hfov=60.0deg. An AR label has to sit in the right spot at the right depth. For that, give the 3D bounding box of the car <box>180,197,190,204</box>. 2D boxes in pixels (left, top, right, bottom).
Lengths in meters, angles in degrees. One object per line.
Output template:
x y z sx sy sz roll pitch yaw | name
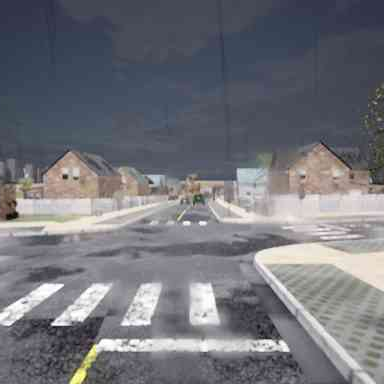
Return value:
-1.280 1.669 66.399 2.128 1.511 4.902 0 0 2 | car

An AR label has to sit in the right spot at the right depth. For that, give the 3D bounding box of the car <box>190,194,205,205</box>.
1.295 1.376 62.137 2.150 2.045 5.566 0 0 2 | car
